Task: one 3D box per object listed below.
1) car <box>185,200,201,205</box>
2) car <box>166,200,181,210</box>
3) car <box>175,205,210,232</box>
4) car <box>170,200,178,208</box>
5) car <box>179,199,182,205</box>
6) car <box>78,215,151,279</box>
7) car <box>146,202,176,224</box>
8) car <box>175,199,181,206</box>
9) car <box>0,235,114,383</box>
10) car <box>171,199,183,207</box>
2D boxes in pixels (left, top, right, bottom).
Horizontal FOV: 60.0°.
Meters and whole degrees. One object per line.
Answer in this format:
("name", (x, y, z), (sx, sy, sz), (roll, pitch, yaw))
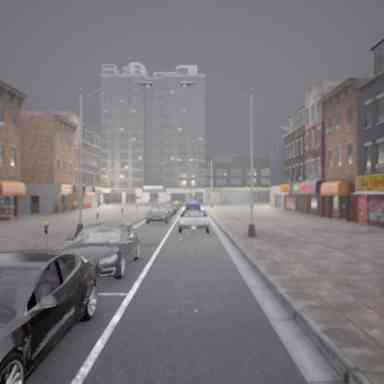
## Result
("car", (0.121, 1.778, 42.031), (1.882, 1.535, 5.008), (0, -1, 0))
("car", (-2.615, 1.911, 48.325), (1.947, 1.339, 4.313), (0, 0, 0))
("car", (0.109, 1.753, 21.127), (1.895, 1.301, 4.718), (0, 0, 0))
("car", (-2.624, 1.753, 31.799), (1.752, 1.417, 4.829), (0, 0, 0))
("car", (-2.618, 1.888, 42.872), (1.802, 1.307, 4.206), (0, 0, 0))
("car", (-2.635, 1.624, 10.161), (2.008, 1.369, 4.403), (0, 0, 0))
("car", (-2.626, 1.741, 26.517), (2.008, 1.369, 4.403), (0, 0, 0))
("car", (-2.621, 1.833, 37.421), (1.947, 1.339, 4.313), (0, 0, 0))
("car", (-2.637, 1.601, 4.709), (1.947, 1.339, 4.313), (0, 0, 0))
("car", (-2.610, 1.988, 59.229), (1.947, 1.339, 4.313), (0, 0, 0))
